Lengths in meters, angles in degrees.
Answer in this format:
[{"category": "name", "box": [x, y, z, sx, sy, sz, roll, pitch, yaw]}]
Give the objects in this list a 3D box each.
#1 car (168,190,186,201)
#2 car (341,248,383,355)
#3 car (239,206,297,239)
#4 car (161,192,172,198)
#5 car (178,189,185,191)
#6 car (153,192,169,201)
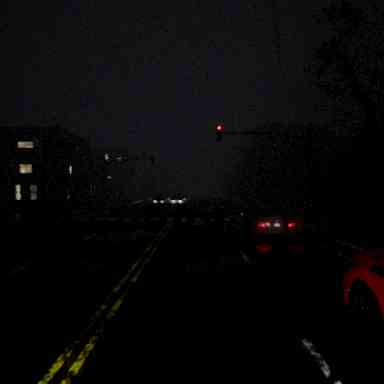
[{"category": "car", "box": [-2.750, 0.883, 61.575, 1.994, 1.385, 4.181, 0, 1, 1]}, {"category": "car", "box": [3.379, 1.190, 2.812, 2.150, 2.045, 5.566, 0, 1, 1]}, {"category": "car", "box": [3.509, 1.367, 16.158, 2.033, 1.411, 5.357, 0, 1, 1]}, {"category": "car", "box": [-5.865, 0.687, 77.277, 2.033, 1.411, 5.357, 0, 1, 0]}, {"category": "car", "box": [-2.618, 0.376, 77.017, 2.150, 2.045, 5.566, 0, 1, 0]}, {"category": "car", "box": [-5.991, 0.866, 61.579, 2.033, 1.411, 5.357, 0, 1, 1]}]
